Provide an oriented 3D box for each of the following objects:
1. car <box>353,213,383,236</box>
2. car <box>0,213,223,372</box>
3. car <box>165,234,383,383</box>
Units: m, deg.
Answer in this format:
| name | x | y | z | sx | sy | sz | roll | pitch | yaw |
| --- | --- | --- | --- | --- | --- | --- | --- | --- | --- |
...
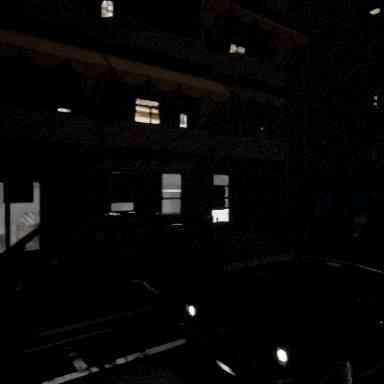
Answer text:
| name | x | y | z | sx | sy | sz | roll | pitch | yaw |
| --- | --- | --- | --- | --- | --- | --- | --- | --- | --- |
| car | 7.494 | 1.432 | 11.902 | 4.097 | 1.590 | 1.967 | 0 | 0 | -35 |
| car | -1.706 | 1.314 | 5.343 | 5.009 | 1.841 | 2.192 | 0 | 0 | -35 |
| car | 2.158 | 1.598 | 4.914 | 4.718 | 1.301 | 1.895 | 0 | 0 | -35 |
